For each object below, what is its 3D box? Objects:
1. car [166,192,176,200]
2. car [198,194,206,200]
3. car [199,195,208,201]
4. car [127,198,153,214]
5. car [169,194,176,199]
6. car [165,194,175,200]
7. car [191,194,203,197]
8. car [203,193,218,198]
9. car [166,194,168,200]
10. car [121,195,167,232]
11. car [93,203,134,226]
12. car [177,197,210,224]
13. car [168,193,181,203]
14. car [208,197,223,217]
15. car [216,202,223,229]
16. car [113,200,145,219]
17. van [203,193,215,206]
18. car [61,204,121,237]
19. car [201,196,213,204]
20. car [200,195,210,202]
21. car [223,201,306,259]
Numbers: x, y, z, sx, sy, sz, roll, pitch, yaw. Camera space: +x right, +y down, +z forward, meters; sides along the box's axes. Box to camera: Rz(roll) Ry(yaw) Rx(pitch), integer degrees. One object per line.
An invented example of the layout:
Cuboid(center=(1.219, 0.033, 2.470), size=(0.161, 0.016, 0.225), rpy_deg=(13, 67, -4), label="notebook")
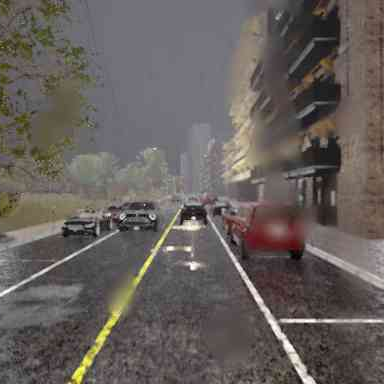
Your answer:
Cuboid(center=(-5.279, 0.982, 85.131), size=(2.192, 1.841, 5.009), rpy_deg=(1, 0, 0), label="car")
Cuboid(center=(2.599, 1.229, 85.886), size=(1.947, 1.339, 4.313), rpy_deg=(1, 0, 0), label="car")
Cuboid(center=(2.595, 1.268, 74.564), size=(1.947, 1.339, 4.313), rpy_deg=(1, 0, 0), label="car")
Cuboid(center=(-5.297, 1.408, 34.247), size=(2.008, 1.369, 4.403), rpy_deg=(1, 0, 0), label="car")
Cuboid(center=(-5.280, 1.230, 90.786), size=(1.802, 1.307, 4.206), rpy_deg=(1, 0, 0), label="car")
Cuboid(center=(-5.284, 1.237, 79.478), size=(2.008, 1.369, 4.403), rpy_deg=(1, 0, 0), label="car")
Cuboid(center=(0.113, 1.281, 42.329), size=(1.801, 1.575, 5.366), rpy_deg=(0, 0, 0), label="car")
Cuboid(center=(2.589, 1.124, 46.258), size=(2.192, 1.841, 5.009), rpy_deg=(1, 0, 0), label="car")
Cuboid(center=(-5.291, 1.230, 51.208), size=(1.967, 1.590, 4.097), rpy_deg=(1, 0, 0), label="car")
Cuboid(center=(-2.844, 1.270, 19.303), size=(2.097, 1.767, 4.553), rpy_deg=(0, 0, 0), label="car")
Cuboid(center=(-5.301, 1.485, 22.939), size=(1.802, 1.307, 4.206), rpy_deg=(1, 0, 0), label="car")
Cuboid(center=(0.107, 1.406, 23.820), size=(1.837, 1.490, 4.892), rpy_deg=(0, 1, 0), label="car")
Cuboid(center=(-2.767, 1.302, 60.421), size=(2.033, 1.411, 5.357), rpy_deg=(0, 0, 1), label="car")
Cuboid(center=(2.581, 1.443, 29.277), size=(1.947, 1.339, 4.313), rpy_deg=(1, 0, 0), label="car")
Cuboid(center=(2.578, 1.468, 17.955), size=(1.887, 1.381, 4.507), rpy_deg=(1, 0, 0), label="car")
Cuboid(center=(-5.299, 1.425, 28.593), size=(1.887, 1.381, 4.507), rpy_deg=(1, 0, 0), label="car")
Cuboid(center=(2.591, 1.127, 51.919), size=(1.690, 1.788, 3.998), rpy_deg=(1, 0, 0), label="van")
Cuboid(center=(-5.302, 1.477, 17.285), size=(2.008, 1.369, 4.403), rpy_deg=(1, 0, 0), label="car")
Cuboid(center=(2.590, 1.331, 57.581), size=(1.947, 1.339, 4.313), rpy_deg=(1, 0, 0), label="car")
Cuboid(center=(2.594, 1.267, 68.903), size=(1.887, 1.381, 4.507), rpy_deg=(1, 0, 0), label="car")
Cuboid(center=(2.579, 1.262, 12.293), size=(2.192, 1.841, 5.009), rpy_deg=(1, 0, 0), label="car")
